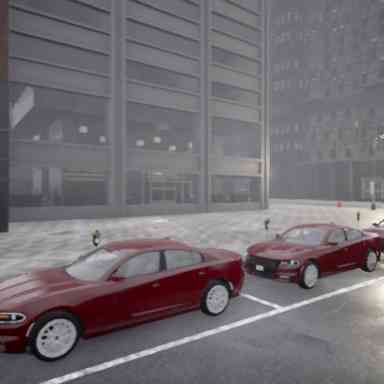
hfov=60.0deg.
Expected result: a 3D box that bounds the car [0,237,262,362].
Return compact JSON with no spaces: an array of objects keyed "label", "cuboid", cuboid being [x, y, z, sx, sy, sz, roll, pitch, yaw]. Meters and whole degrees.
[{"label":"car","cuboid":[-1.075,1.541,5.895,4.507,1.381,1.887,0,0,-35]}]

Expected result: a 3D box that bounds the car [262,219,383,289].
[{"label":"car","cuboid":[3.424,1.531,9.104,4.507,1.381,1.887,0,0,-35]}]
